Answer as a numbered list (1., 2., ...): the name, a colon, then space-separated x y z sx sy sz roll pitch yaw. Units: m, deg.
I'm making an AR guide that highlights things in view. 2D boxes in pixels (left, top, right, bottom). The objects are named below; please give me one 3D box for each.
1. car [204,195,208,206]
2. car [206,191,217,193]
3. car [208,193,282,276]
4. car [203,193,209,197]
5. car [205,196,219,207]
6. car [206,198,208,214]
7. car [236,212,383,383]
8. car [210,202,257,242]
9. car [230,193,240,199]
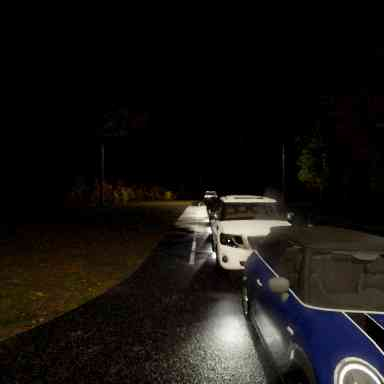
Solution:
1. car: 2.282 1.322 29.297 1.882 1.535 5.008 0 0 2
2. car: 3.080 0.938 54.390 2.150 2.045 5.566 0 0 3
3. car: 1.759 1.160 10.458 2.150 2.045 5.566 0 0 1
4. car: 2.645 1.275 41.550 2.128 1.511 4.902 0 0 2
5. car: 2.862 1.314 47.958 1.994 1.385 4.181 0 0 3
6. car: 2.106 1.380 23.044 1.837 1.490 4.892 0 0 2
7. car: 1.941 1.338 4.111 2.097 1.767 4.553 0 0 0
8. car: 1.928 1.384 16.797 1.882 1.535 5.008 0 0 2
9. car: 10.860 1.088 84.789 2.033 1.411 5.357 0 0 2
